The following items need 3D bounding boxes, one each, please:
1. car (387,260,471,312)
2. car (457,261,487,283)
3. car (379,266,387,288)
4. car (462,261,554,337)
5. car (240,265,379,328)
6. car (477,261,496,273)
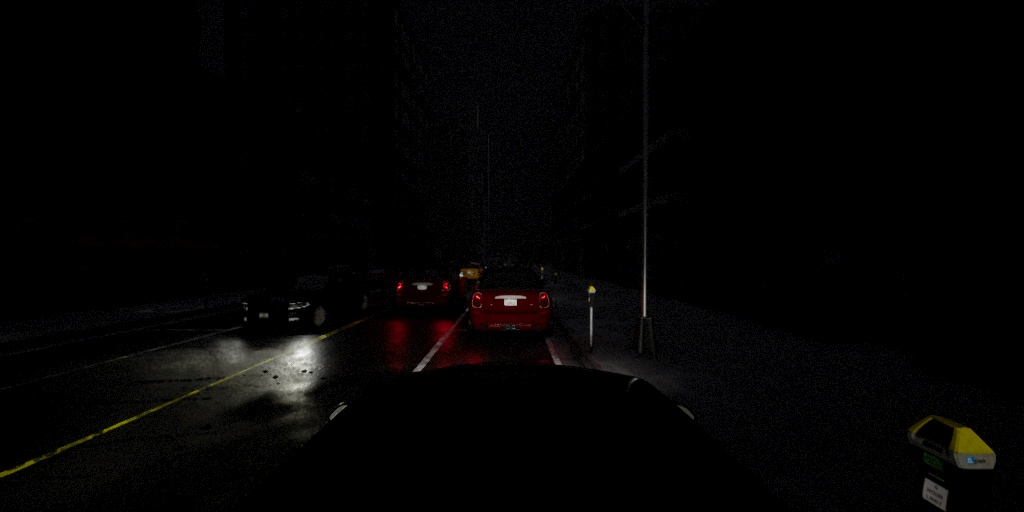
[{"bbox_3d":[-3.046,1.099,14.309,2.097,1.767,4.553,0,0,0],"label":"car"},{"bbox_3d":[-3.145,1.197,29.010,1.801,1.575,5.366,0,0,0],"label":"car"},{"bbox_3d":[-8.814,1.325,23.617,1.802,1.307,4.207,0,0,0],"label":"car"},{"bbox_3d":[-0.033,1.100,10.472,2.097,1.767,4.553,0,0,0],"label":"car"},{"bbox_3d":[-6.247,1.225,11.524,1.882,1.535,5.008,0,0,0],"label":"car"},{"bbox_3d":[-3.046,1.293,43.447,1.994,1.385,4.181,0,0,0],"label":"car"}]
